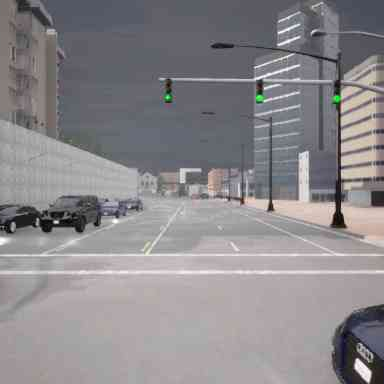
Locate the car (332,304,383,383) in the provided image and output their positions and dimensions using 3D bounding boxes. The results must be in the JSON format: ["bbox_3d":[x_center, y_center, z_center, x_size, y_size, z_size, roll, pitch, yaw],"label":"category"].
[{"bbox_3d":[3.665,1.567,3.271,4.181,1.385,1.994,0,0,0],"label":"car"}]

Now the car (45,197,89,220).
[{"bbox_3d":[-10.622,1.352,28.608,2.097,1.767,4.553,0,0,0],"label":"car"}]

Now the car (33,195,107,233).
[{"bbox_3d":[-7.112,1.221,20.173,2.150,2.045,5.566,0,0,0],"label":"car"}]

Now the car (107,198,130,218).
[{"bbox_3d":[-7.122,1.526,29.814,1.812,1.442,4.674,0,0,0],"label":"car"}]

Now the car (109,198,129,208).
[{"bbox_3d":[-10.594,1.601,48.486,1.895,1.301,4.718,0,0,0],"label":"car"}]

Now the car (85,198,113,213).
[{"bbox_3d":[-10.624,1.505,38.426,1.837,1.490,4.892,0,0,0],"label":"car"}]

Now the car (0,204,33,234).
[{"bbox_3d":[-10.616,1.505,19.540,1.837,1.490,4.892,0,0,0],"label":"car"}]

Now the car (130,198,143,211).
[{"bbox_3d":[-7.122,1.491,40.156,2.128,1.511,4.902,0,0,0],"label":"car"}]
